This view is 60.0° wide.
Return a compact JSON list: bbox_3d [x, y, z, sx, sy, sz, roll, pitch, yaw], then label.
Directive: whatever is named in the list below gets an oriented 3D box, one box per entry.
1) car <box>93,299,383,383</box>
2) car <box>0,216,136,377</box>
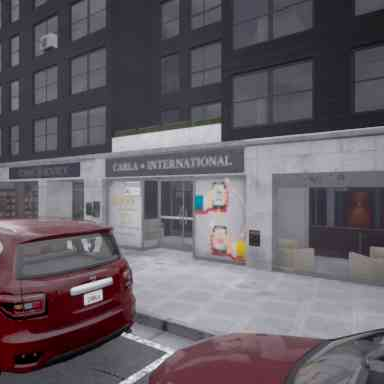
[{"bbox_3d":[1.513,1.582,1.999,4.206,1.307,1.802,0,0,35],"label":"car"},{"bbox_3d":[-3.099,1.314,5.281,5.009,1.841,2.192,0,0,35],"label":"car"}]
